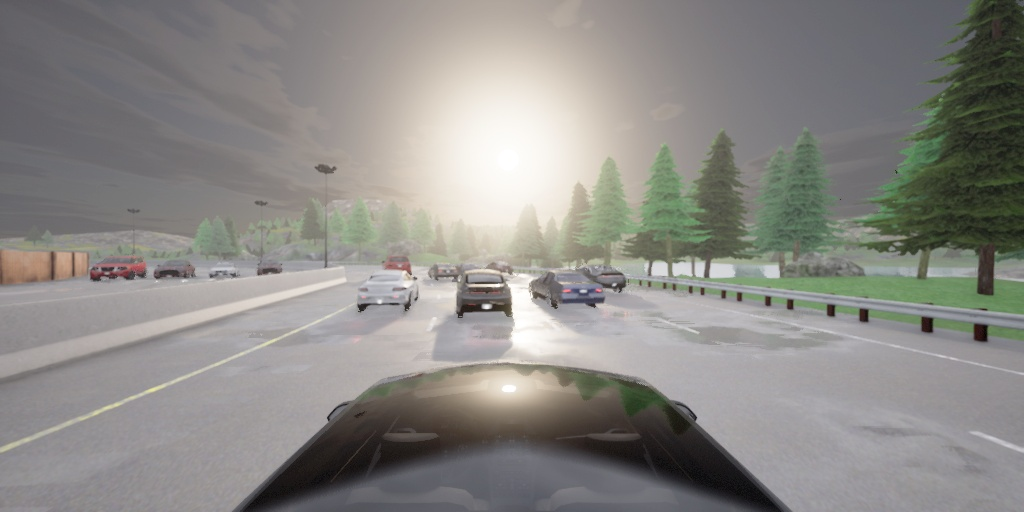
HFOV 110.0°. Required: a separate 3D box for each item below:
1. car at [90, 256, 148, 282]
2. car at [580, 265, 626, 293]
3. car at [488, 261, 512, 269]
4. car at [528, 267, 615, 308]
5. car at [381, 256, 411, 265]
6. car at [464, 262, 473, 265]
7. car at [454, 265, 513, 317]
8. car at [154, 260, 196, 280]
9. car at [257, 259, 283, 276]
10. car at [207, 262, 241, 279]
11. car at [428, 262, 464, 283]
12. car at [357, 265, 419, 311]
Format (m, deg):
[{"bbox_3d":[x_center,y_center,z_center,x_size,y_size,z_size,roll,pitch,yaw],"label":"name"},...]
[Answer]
[{"bbox_3d":[-33.008,1.007,30.311,2.150,2.045,5.566,0,0,-32],"label":"car"},{"bbox_3d":[4.578,1.246,20.339,2.128,1.511,4.902,0,0,-13],"label":"car"},{"bbox_3d":[-1.469,1.293,37.984,1.812,1.442,4.674,0,0,-25],"label":"car"},{"bbox_3d":[2.104,1.302,15.224,2.033,1.411,5.357,0,0,-10],"label":"car"},{"bbox_3d":[-10.799,0.989,33.374,2.150,2.045,5.566,0,0,-25],"label":"car"},{"bbox_3d":[-4.727,1.332,36.674,1.994,1.385,4.181,0,0,-25],"label":"car"},{"bbox_3d":[-1.134,1.263,13.266,1.837,1.490,4.892,0,1,-9],"label":"car"},{"bbox_3d":[-30.170,1.136,32.204,2.097,1.767,4.553,0,0,-32],"label":"car"},{"bbox_3d":[-25.167,1.135,37.362,2.097,1.767,4.553,0,0,-34],"label":"car"},{"bbox_3d":[-27.019,1.308,33.791,1.812,1.442,4.674,0,0,-31],"label":"car"},{"bbox_3d":[-6.049,1.315,31.117,2.033,1.411,5.357,0,0,-21],"label":"car"},{"bbox_3d":[-4.848,1.284,14.388,1.812,1.442,4.674,0,0,-9],"label":"car"}]
